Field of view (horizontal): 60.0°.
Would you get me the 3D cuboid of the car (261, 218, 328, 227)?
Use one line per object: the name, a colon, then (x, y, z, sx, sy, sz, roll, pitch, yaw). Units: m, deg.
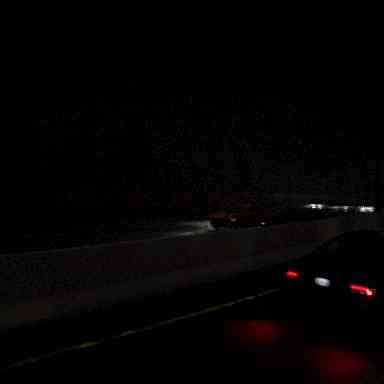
car: (5.987, 1.572, 18.745, 2.033, 1.411, 5.357, 0, 0, 44)

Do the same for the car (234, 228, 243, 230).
car: (3.217, 1.511, 20.992, 1.882, 1.535, 5.008, 0, 0, 44)

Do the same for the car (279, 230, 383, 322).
car: (4.095, 1.554, 7.193, 5.357, 1.411, 2.033, 0, 0, -40)
